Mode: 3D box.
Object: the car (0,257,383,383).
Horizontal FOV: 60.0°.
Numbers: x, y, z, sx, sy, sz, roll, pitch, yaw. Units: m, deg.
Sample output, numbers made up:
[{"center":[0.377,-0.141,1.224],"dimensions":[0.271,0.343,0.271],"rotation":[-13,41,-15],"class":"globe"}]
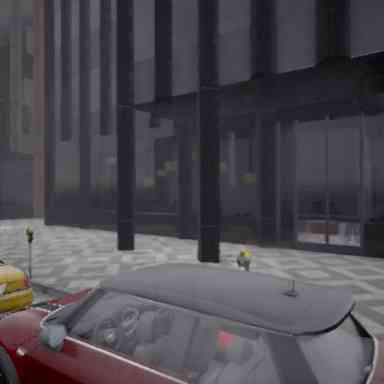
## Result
[{"center":[-0.320,1.442,3.192],"dimensions":[4.097,1.590,1.967],"rotation":[0,0,35],"class":"car"}]
